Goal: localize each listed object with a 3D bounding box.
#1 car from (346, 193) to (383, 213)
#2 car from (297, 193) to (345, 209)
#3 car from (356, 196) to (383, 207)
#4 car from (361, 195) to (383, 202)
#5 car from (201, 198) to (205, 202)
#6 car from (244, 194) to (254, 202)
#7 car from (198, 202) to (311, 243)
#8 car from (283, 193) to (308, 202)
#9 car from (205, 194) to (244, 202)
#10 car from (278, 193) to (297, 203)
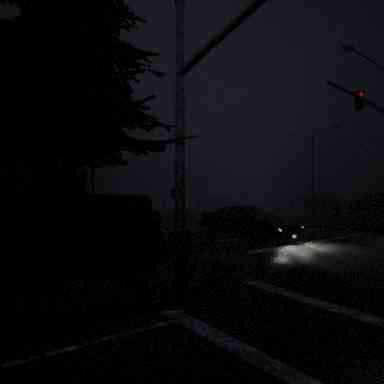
[{"bbox_3d":[17.790,1.075,32.851,1.905,1.878,3.866,0,0,-36],"label":"car"},{"bbox_3d":[15.850,1.096,41.155,1.932,1.855,4.605,0,0,-36],"label":"car"},{"bbox_3d":[26.367,1.296,47.868,2.007,1.523,4.514,0,0,-36],"label":"car"},{"bbox_3d":[37.787,1.381,69.613,1.970,1.475,3.806,0,0,-36],"label":"car"},{"bbox_3d":[3.208,1.231,53.069,1.970,1.475,3.806,0,0,-36],"label":"car"},{"bbox_3d":[8.222,1.152,57.087,2.152,1.636,5.027,0,0,-36],"label":"car"},{"bbox_3d":[2.471,1.355,15.220,2.033,1.411,5.357,0,0,-36],"label":"car"},{"bbox_3d":[20.711,1.095,66.610,1.932,1.855,4.605,0,0,-36],"label":"car"},{"bbox_3d":[4.363,1.297,45.210,2.007,1.523,4.514,0,0,-36],"label":"car"},{"bbox_3d":[18.596,1.074,64.575,1.905,1.878,3.866,0,0,-36],"label":"car"}]
